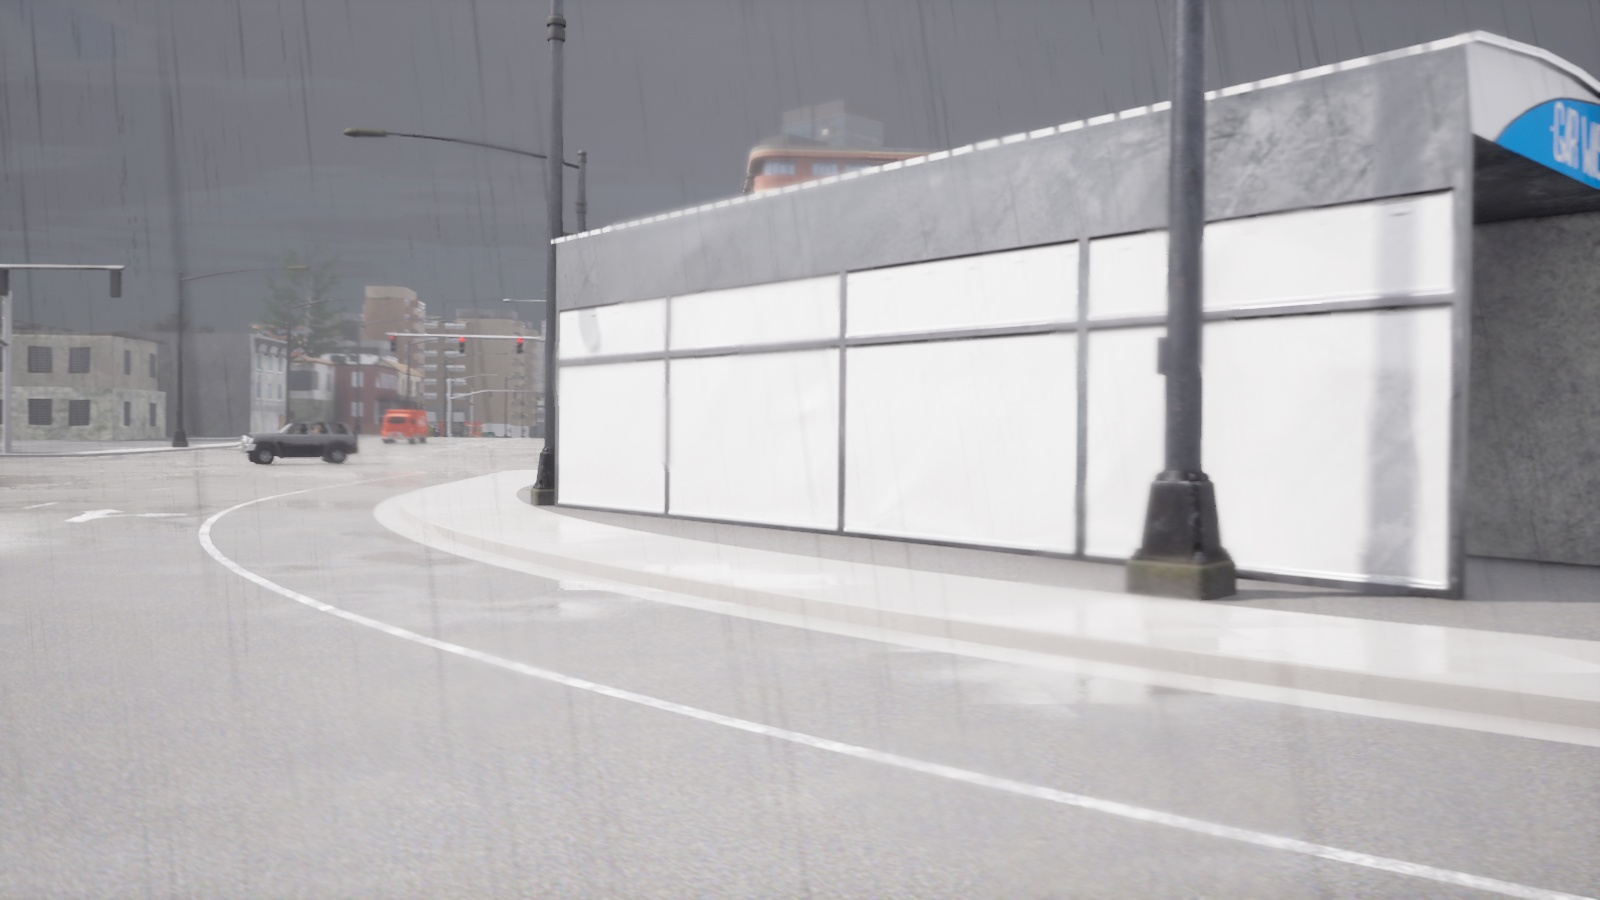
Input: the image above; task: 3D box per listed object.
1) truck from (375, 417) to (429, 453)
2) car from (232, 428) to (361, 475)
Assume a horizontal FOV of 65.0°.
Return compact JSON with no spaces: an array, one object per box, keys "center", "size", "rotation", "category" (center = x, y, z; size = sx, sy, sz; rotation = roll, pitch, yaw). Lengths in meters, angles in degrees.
[{"center":[-28.844,-1.125,91.231],"size":[2.627,2.467,5.204],"rotation":[-1,2,-5],"category":"truck"},{"center":[-20.621,0.041,51.497],"size":[4.605,1.855,1.932],"rotation":[-1,0,-32],"category":"car"}]
